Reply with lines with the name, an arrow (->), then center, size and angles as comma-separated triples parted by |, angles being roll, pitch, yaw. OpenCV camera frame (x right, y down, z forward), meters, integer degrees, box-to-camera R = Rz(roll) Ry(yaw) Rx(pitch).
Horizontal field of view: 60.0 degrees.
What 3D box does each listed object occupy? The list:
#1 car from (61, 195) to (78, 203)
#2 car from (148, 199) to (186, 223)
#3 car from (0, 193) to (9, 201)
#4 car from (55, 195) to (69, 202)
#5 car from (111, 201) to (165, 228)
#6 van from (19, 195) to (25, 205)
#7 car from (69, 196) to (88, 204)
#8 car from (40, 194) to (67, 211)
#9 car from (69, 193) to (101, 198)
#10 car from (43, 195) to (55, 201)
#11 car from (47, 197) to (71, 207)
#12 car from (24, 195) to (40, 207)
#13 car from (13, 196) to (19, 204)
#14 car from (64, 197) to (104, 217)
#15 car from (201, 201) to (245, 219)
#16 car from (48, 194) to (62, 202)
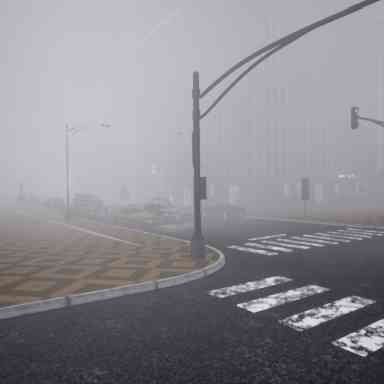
car -> -23.507, 1.386, 63.758 | 2.008, 1.369, 4.403 | -1, 1, -36
car -> -2.330, 1.520, 25.105 | 1.812, 1.442, 4.674 | -1, 1, -36
car -> -46.102, 1.450, 81.746 | 1.887, 1.381, 4.507 | -1, 1, -36
car -> -26.745, 1.408, 68.274 | 1.802, 1.307, 4.206 | -1, 1, -36
car -> -4.012, 1.552, 22.824 | 1.752, 1.417, 4.829 | -1, 1, -36
van -> -26.675, 1.303, 54.648 | 1.690, 1.788, 3.998 | -1, 1, -36
car -> -20.269, 1.389, 59.242 | 1.887, 1.381, 4.507 | -1, 1, -36
car -> -16.959, 1.429, 41.101 | 1.967, 1.590, 4.097 | -1, 1, -36
car -> -12.100, 1.177, 38.717 | 2.150, 2.045, 5.566 | -1, 1, -36
car -> -33.321, 1.332, 77.443 | 1.752, 1.417, 4.829 | -1, 1, -36
car -> -19.942, 1.452, 49.663 | 2.033, 1.411, 5.357 | -1, 1, -36
car -> -23.435, 1.411, 50.133 | 1.967, 1.590, 4.097 | -1, 1, -36
car -> -33.149, 1.494, 63.682 | 2.008, 1.369, 4.403 | -1, 1, -36
car -> -10.432, 1.533, 31.899 | 1.752, 1.417, 4.829 | -1, 1, -36
car -> 2.503, 1.455, 27.705 | 2.008, 1.369, 4.403 | -1, 1, -36
car -> -29.984, 1.256, 72.789 | 1.967, 1.590, 4.097 | -1, 1, -36
